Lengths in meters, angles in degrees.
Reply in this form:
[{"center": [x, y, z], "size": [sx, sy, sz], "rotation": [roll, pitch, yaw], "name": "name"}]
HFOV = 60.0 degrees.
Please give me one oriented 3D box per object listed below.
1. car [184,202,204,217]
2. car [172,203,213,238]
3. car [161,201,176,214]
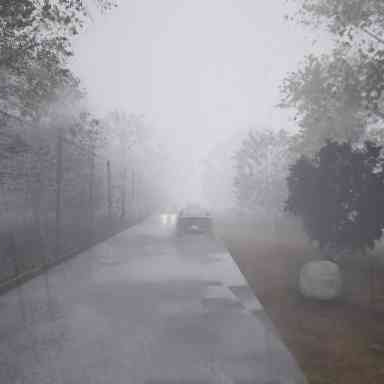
[{"center": [0.196, 1.902, 37.134], "size": [2.033, 1.411, 5.357], "rotation": [0, -1, 0], "name": "car"}, {"center": [0.124, 1.568, 18.439], "size": [1.882, 1.535, 5.008], "rotation": [0, -1, 0], "name": "car"}, {"center": [-2.716, 1.936, 41.578], "size": [2.128, 1.511, 4.902], "rotation": [0, -1, 1], "name": "car"}]
